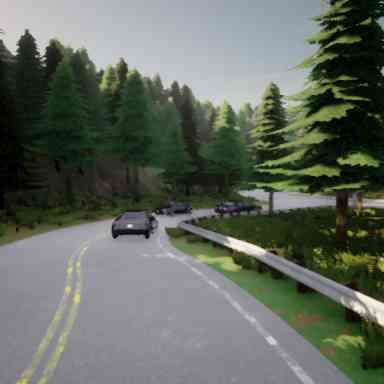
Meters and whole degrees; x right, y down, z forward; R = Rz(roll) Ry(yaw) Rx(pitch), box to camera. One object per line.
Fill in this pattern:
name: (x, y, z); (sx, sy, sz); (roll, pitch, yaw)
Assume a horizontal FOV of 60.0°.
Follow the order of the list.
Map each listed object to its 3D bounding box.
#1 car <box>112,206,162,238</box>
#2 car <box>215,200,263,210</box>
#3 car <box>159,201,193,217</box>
car: (-3.006, 1.655, 18.234); (1.994, 1.385, 4.181); (0, -1, 1)
car: (4.752, 1.565, 33.245); (5.357, 1.411, 2.033); (-1, 4, -36)
car: (-1.823, 1.528, 31.189); (1.994, 1.385, 4.181); (3, 3, 39)
